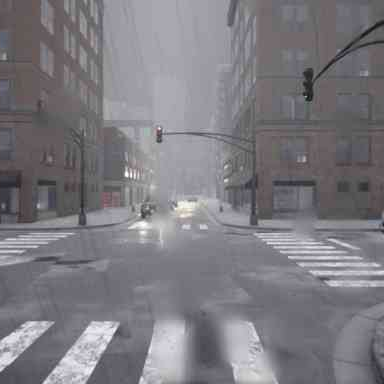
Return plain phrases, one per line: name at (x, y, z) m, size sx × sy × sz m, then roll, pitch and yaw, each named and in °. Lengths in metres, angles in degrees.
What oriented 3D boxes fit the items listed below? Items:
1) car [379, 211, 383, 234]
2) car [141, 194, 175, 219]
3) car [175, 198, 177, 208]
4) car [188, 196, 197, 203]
car at (11.041, 1.617, 14.610) m, size 4.718 × 1.301 × 1.895 m, roll 0°, pitch 0°, yaw 2°
car at (-3.100, 1.236, 29.712) m, size 2.150 × 2.045 × 5.566 m, roll 0°, pitch 0°, yaw 2°
car at (-3.120, 1.545, 39.385) m, size 1.812 × 1.442 × 4.674 m, roll 0°, pitch 0°, yaw 0°
car at (0.071, 1.518, 69.960) m, size 2.128 × 1.511 × 4.902 m, roll 0°, pitch 0°, yaw 0°
